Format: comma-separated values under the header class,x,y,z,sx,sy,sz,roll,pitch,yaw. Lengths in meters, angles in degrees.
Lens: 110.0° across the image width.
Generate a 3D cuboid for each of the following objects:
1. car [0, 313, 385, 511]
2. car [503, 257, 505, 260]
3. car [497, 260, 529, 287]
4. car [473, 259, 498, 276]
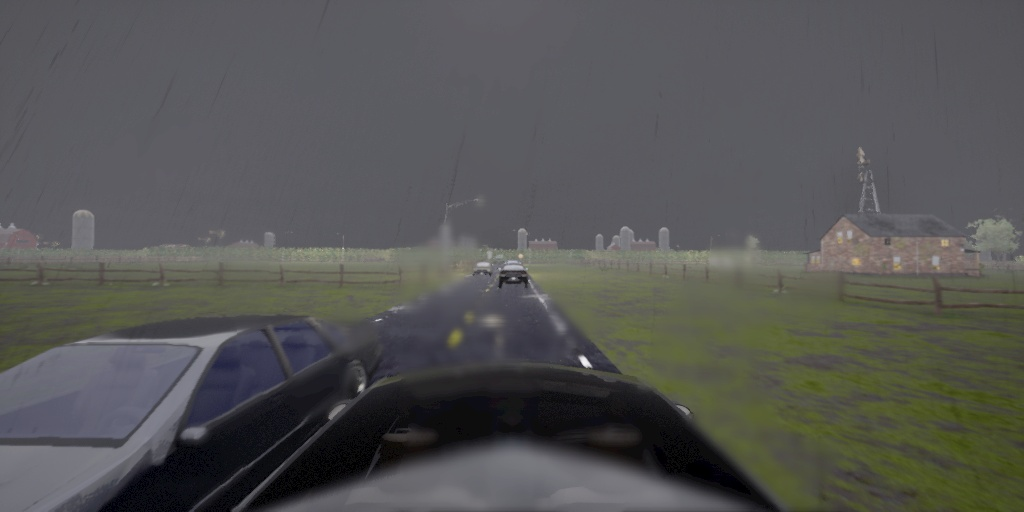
class,x,y,z,sx,sy,sz,roll,pitch,yaw
car,-2.838,1.298,3.155,2.033,1.411,5.357,0,0,0
car,0.092,1.212,44.758,1.882,1.535,5.008,0,0,0
car,0.097,1.223,24.273,1.882,1.535,5.008,0,0,0
car,-2.852,1.287,36.487,2.033,1.411,5.357,0,0,0
